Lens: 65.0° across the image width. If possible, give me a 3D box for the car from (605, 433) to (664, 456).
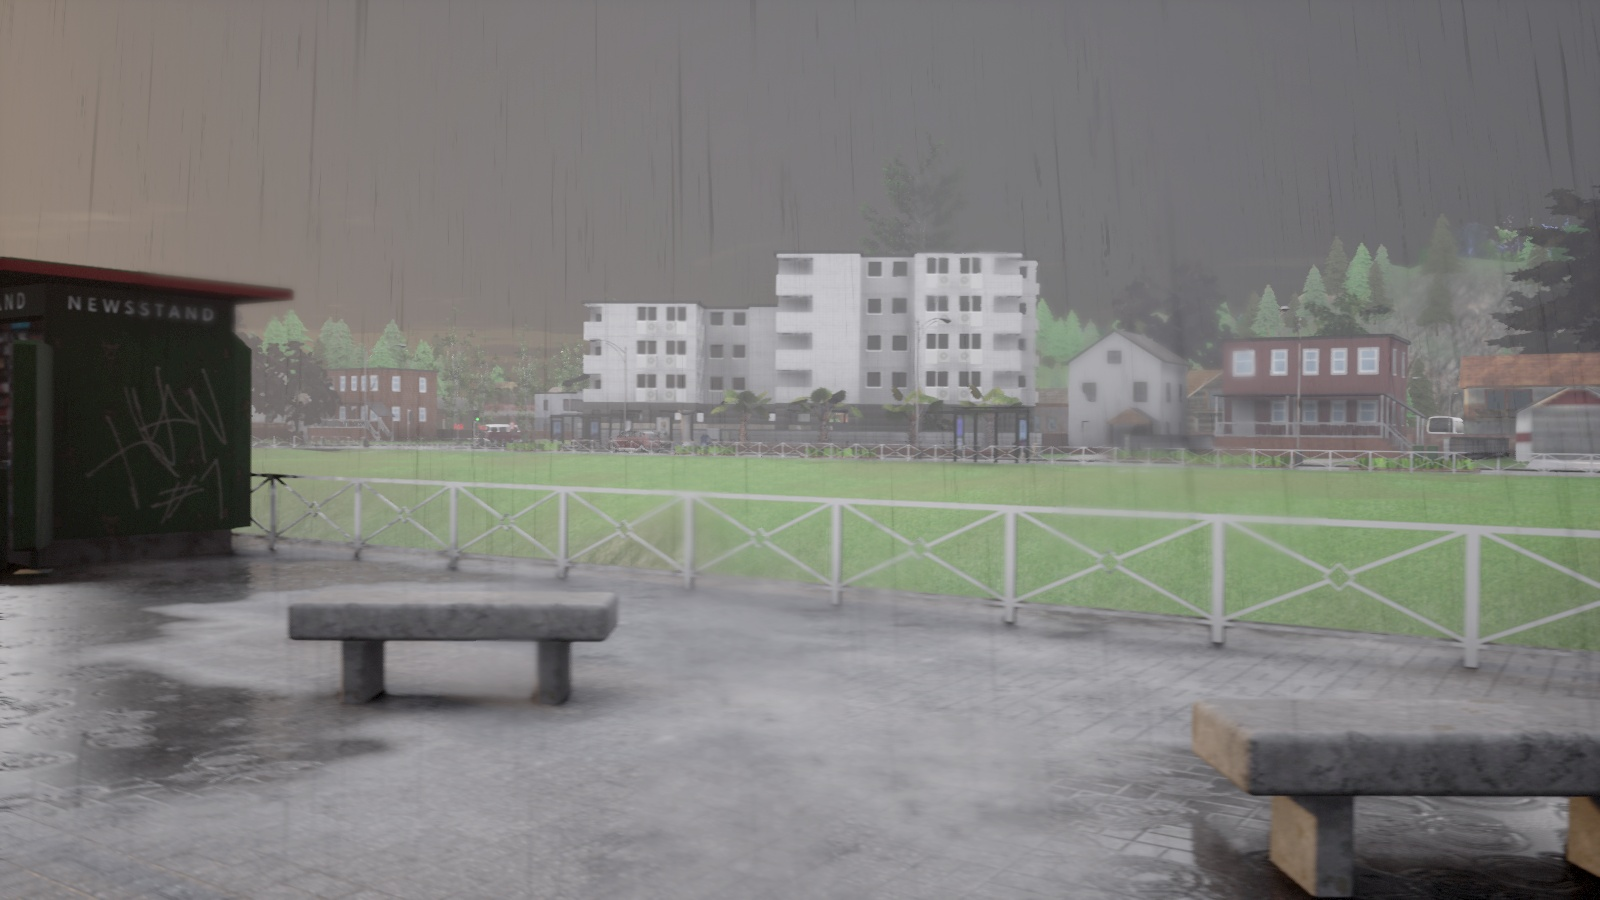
[{"bbox_3d":[-11.331,-0.359,85.830,3.705,1.549,1.789,0,1,34],"label":"car"}]
